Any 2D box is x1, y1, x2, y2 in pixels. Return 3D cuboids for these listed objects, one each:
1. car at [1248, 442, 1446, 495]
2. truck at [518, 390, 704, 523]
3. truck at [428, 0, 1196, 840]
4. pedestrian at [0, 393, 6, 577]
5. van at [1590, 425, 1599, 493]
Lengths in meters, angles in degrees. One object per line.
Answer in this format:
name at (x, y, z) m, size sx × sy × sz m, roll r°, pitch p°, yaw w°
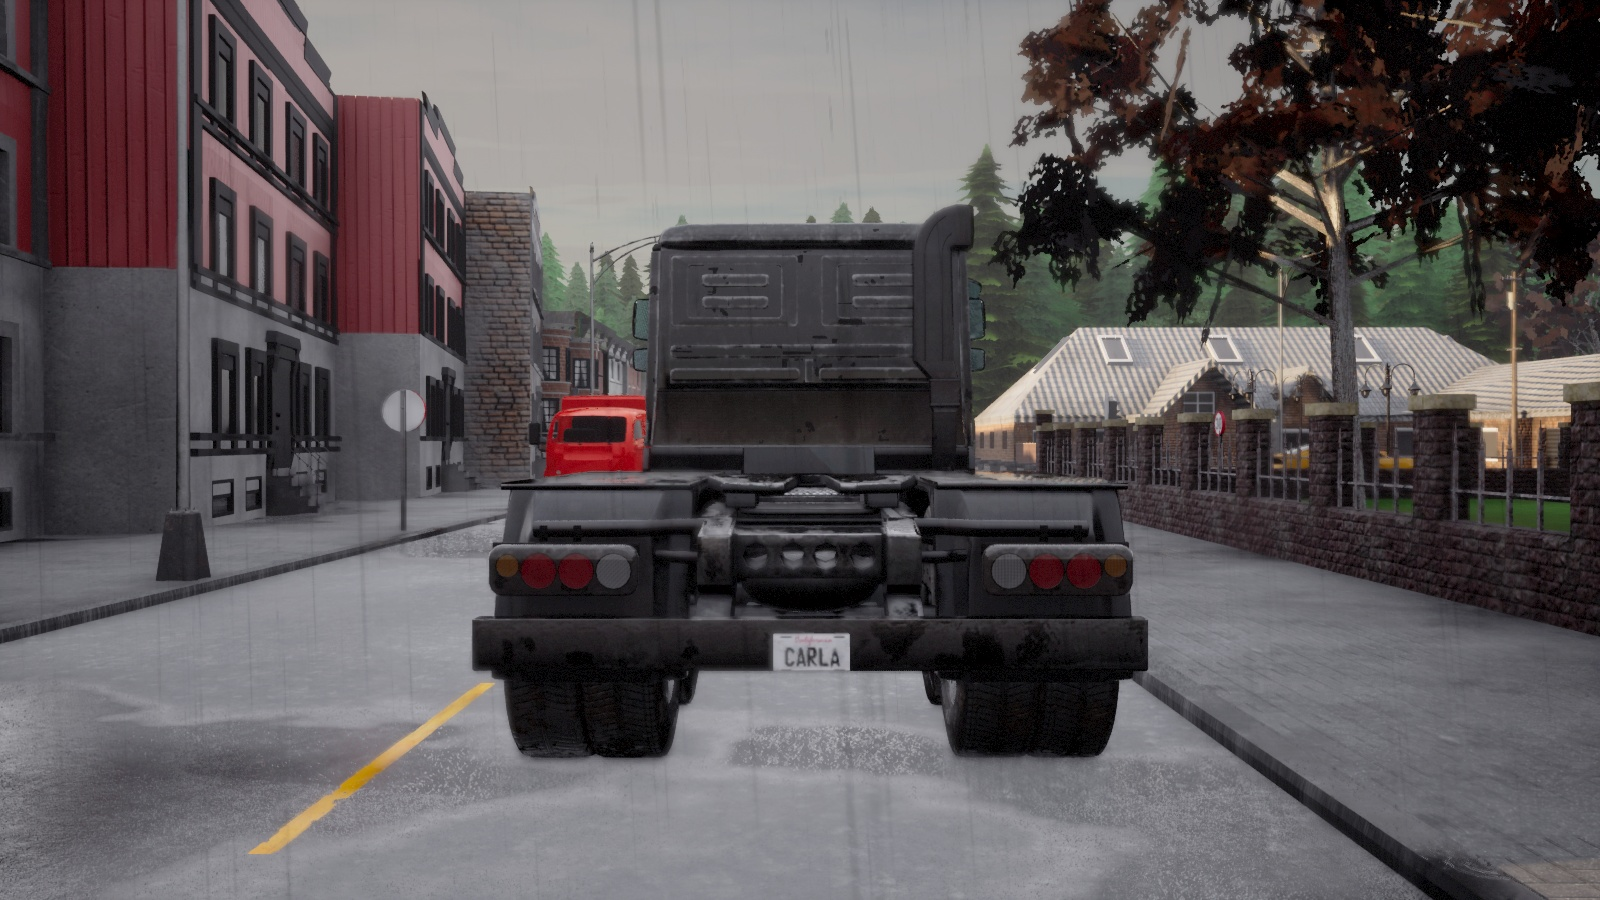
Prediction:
car at (16.047, 0.528, 36.972) m, size 5.008 × 1.535 × 1.882 m, roll 0°, pitch 0°, yaw -1°
truck at (-3.741, 0.109, 26.058) m, size 2.627 × 2.467 × 5.204 m, roll 0°, pitch 0°, yaw 6°
truck at (0.065, -0.284, 8.702) m, size 2.891 × 3.462 × 7.936 m, roll 0°, pitch 0°, yaw 0°
pedestrian at (-8.876, 0.375, 13.037) m, size 0.659 × 1.952 × 0.873 m, roll 0°, pitch 0°, yaw 6°
van at (26.112, 0.282, 36.942) m, size 4.480 × 2.038 × 2.069 m, roll 0°, pitch 0°, yaw -1°
